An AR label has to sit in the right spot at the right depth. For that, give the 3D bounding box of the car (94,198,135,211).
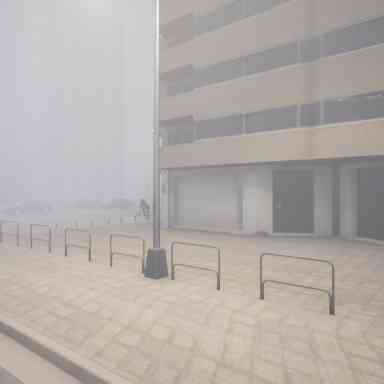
[{"bbox_3d":[-9.568,1.561,42.627,1.837,1.490,4.892,0,0,38],"label":"car"}]

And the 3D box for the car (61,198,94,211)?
[{"bbox_3d":[-14.148,1.533,42.455,1.882,1.535,5.008,0,0,38],"label":"car"}]

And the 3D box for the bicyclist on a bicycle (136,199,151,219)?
[{"bbox_3d":[-3.846,1.357,26.430,1.656,1.620,0.582,0,0,38],"label":"bicyclist on a bicycle"}]

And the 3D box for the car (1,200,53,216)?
[{"bbox_3d":[-16.598,1.560,33.621,1.837,1.490,4.892,0,0,38],"label":"car"}]
